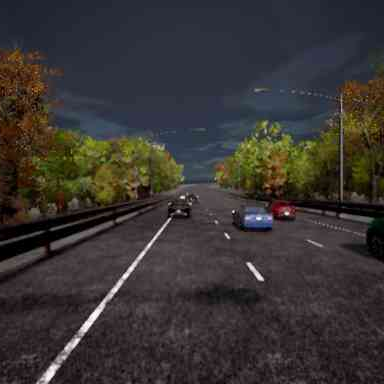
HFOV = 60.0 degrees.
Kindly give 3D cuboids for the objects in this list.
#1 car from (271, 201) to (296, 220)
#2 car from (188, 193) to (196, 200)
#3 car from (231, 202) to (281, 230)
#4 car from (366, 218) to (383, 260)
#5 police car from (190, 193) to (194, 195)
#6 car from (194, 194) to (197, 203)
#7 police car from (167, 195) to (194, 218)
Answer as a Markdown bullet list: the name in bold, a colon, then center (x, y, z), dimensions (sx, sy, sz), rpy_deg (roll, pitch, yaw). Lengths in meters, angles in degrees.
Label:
- **car**: center (7.096, 1.418, 27.151), dimensions (1.812, 1.442, 4.674), rpy_deg (0, 0, 0)
- **car**: center (-0.010, 1.018, 78.678), dimensions (1.994, 1.385, 4.181), rpy_deg (0, 1, 0)
- **car**: center (3.598, 1.466, 20.384), dimensions (2.033, 1.411, 5.357), rpy_deg (0, 0, 0)
- **car**: center (7.098, 1.184, 9.143), dimensions (2.150, 2.045, 5.566), rpy_deg (0, 0, 0)
- **police car**: center (-1.056, 1.248, 44.938), dimensions (1.930, 1.638, 5.238), rpy_deg (0, 0, 0)
- **car**: center (-0.008, 1.253, 63.086), dimensions (1.837, 1.490, 4.892), rpy_deg (0, 0, 0)
- **police car**: center (-1.054, 1.311, 28.932), dimensions (1.930, 1.638, 5.238), rpy_deg (0, 0, 0)
